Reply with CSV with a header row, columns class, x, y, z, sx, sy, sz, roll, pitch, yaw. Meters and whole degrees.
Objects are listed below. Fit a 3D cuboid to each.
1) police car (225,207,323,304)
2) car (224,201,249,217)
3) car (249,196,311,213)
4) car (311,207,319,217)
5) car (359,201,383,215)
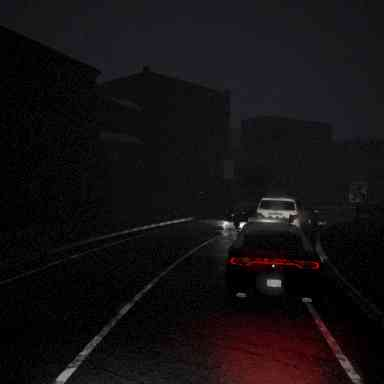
class,x,y,z,sx,sy,sz,roll,pitch,yaw
police car,1.983,1.426,8.466,1.930,1.638,5.238,1,0,11
car,4.187,1.427,26.001,1.812,1.442,4.674,3,1,32
car,4.778,1.254,17.416,2.150,2.045,5.566,2,0,23
car,7.276,1.576,22.495,1.837,1.490,4.892,3,1,30
car,21.298,1.840,39.016,5.008,1.535,1.882,2,3,-33
